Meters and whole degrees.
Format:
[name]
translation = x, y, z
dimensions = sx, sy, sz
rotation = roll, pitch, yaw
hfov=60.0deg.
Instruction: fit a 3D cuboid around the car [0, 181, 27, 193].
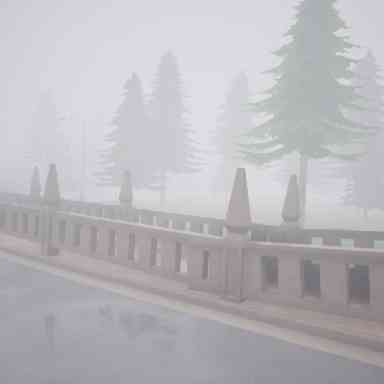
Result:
[car]
translation = -21.268, -0.476, 37.418
dimensions = 1.882, 1.535, 5.008
rotation = 4, 3, 37
